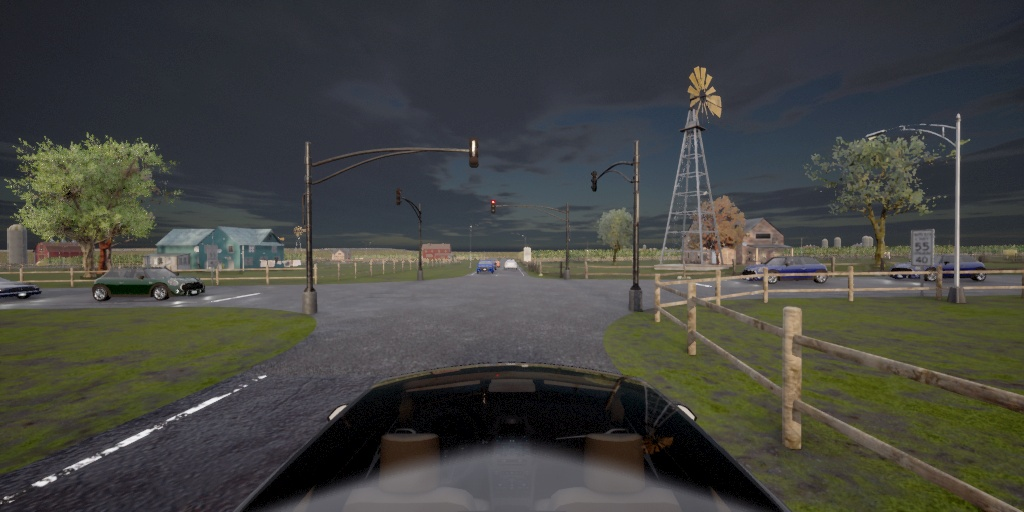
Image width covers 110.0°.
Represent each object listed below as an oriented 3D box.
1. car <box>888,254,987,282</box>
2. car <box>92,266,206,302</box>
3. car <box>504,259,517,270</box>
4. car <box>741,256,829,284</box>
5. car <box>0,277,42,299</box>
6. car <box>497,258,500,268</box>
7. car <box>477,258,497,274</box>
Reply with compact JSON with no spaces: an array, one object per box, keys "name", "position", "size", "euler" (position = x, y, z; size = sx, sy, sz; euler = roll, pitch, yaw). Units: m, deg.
[{"name":"car","position":[27.122,0.680,22.992],"size":[4.553,1.767,2.097],"euler":[-1,1,0]},{"name":"car","position":[-19.175,1.372,19.086],"size":[4.553,1.767,2.097],"euler":[-1,1,0]},{"name":"car","position":[-0.181,1.271,53.646],"size":[1.812,1.442,4.674],"euler":[0,0,0]},{"name":"car","position":[17.322,0.809,22.952],"size":[4.553,1.767,2.097],"euler":[-1,1,0]},{"name":"car","position":[-28.693,1.697,19.043],"size":[5.357,1.411,2.033],"euler":[-1,1,0]},{"name":"car","position":[-3.115,1.293,51.862],"size":[2.033,1.411,5.357],"euler":[0,0,-1]},{"name":"car","position":[-3.045,1.223,41.958],"size":[1.882,1.535,5.008],"euler":[0,0,-1]}]
